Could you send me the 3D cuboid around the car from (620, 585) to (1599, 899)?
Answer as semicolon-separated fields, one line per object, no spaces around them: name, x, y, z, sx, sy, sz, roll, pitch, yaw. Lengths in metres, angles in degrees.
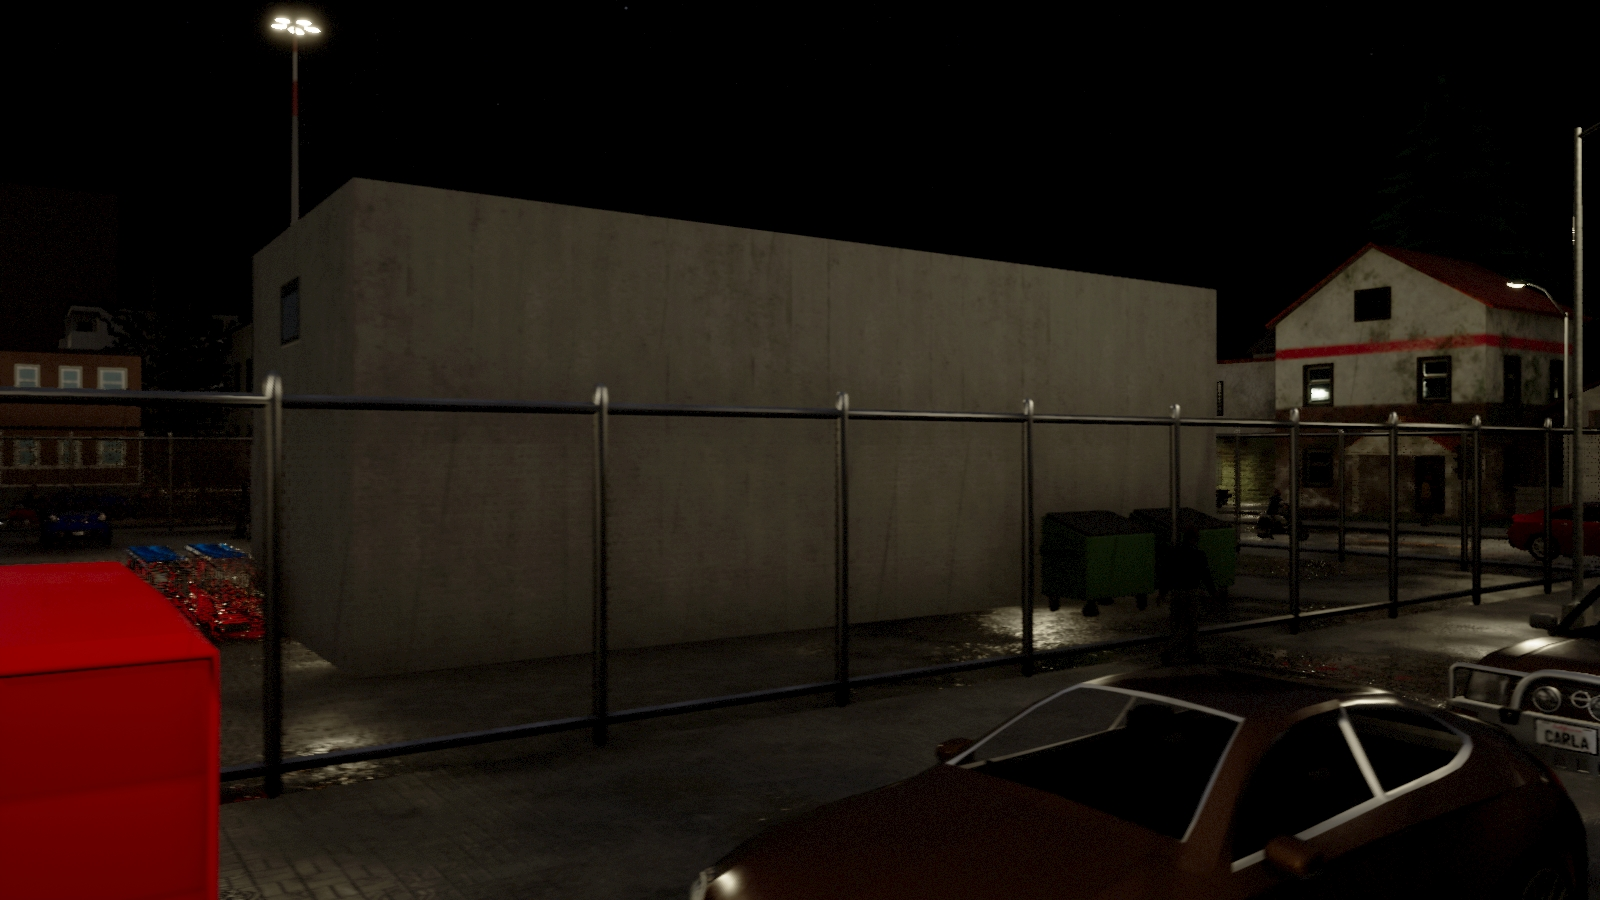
car;1.868;1.772;5.679;5.027;1.651;2.152;0;0;-35

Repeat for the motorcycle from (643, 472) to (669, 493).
motorcycle;-8.815;1.963;69.821;0.856;1.236;1.805;0;0;-35

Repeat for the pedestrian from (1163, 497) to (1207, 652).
pedestrian;4.772;1.525;14.167;0.375;1.860;0.375;0;0;-34

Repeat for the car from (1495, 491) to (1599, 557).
car;20.224;1.842;28.078;2.231;1.480;4.892;0;0;-35

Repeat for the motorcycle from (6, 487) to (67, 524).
motorcycle;-27.202;1.962;40.727;1.805;1.236;0.856;0;0;-34

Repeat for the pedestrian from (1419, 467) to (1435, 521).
pedestrian;21.846;1.526;39.796;0.375;1.860;0.375;0;0;-38

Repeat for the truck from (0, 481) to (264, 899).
truck;-3.874;1.348;1.708;5.204;2.467;2.627;0;0;-35

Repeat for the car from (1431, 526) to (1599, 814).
car;7.445;1.644;9.549;4.605;1.855;1.932;0;0;-34
